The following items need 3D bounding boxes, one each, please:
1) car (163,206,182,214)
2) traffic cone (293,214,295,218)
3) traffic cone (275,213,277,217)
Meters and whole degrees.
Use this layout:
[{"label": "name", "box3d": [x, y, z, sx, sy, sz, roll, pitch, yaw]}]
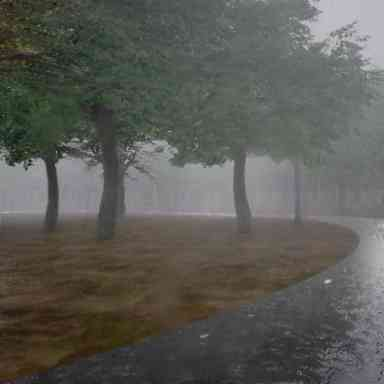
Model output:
[{"label": "car", "box3d": [-4.415, 4.090, 76.062, 4.892, 1.490, 1.837, -1, 0, 39]}, {"label": "traffic cone", "box3d": [13.002, 3.016, 42.427, 0.340, 0.580, 0.340, -2, -2, -11]}, {"label": "traffic cone", "box3d": [11.830, 3.250, 46.955, 0.340, 0.580, 0.340, -2, -2, -18]}]
